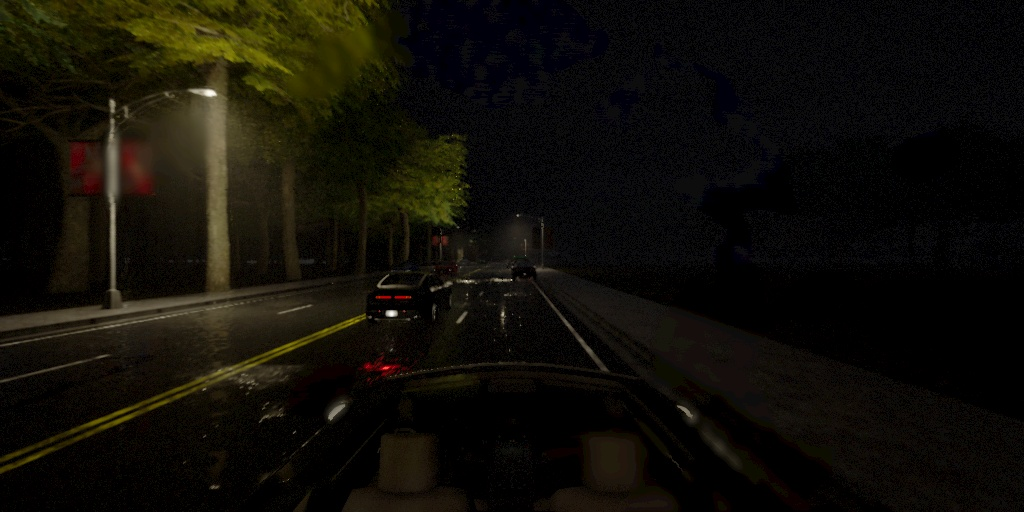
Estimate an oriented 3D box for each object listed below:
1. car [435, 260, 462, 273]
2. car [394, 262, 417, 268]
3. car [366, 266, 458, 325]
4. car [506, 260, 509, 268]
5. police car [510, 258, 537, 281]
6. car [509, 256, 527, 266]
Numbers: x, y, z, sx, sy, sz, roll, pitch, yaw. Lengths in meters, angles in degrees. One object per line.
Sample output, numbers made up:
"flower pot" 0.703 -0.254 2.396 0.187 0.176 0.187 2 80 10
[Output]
"car" -6.587 1.240 36.101 1.882 1.535 5.008 0 0 0
"car" -9.841 1.286 33.377 1.812 1.442 4.674 0 0 0
"car" -3.149 1.255 11.792 1.837 1.490 4.892 0 0 0
"car" 0.006 1.321 64.827 1.837 1.490 4.892 0 0 0
"police car" 0.978 1.184 29.797 1.930 1.638 5.238 0 0 0
"car" 0.978 1.117 39.658 2.097 1.767 4.553 0 0 0
